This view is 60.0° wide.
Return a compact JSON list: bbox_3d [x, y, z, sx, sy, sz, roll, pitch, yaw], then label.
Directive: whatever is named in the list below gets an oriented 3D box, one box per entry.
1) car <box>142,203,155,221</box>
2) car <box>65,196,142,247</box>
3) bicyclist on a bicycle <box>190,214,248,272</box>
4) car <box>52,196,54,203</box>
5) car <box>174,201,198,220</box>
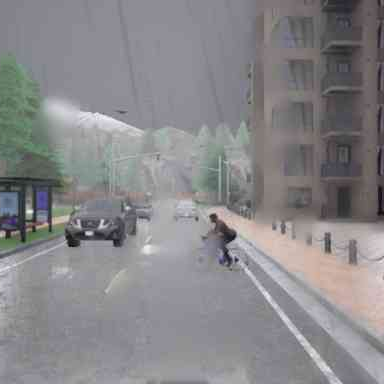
[{"bbox_3d":[-4.124,1.583,26.747,1.895,1.301,4.718,0,0,-1],"label":"car"},{"bbox_3d":[-3.901,1.213,15.270,2.150,2.045,5.566,0,0,-1],"label":"car"},{"bbox_3d":[0.754,1.428,9.274,1.656,1.620,0.582,0,0,-1],"label":"bicyclist on a bicycle"},{"bbox_3d":[-26.311,1.120,59.281,1.932,1.855,4.605,0,0,-3],"label":"car"},{"bbox_3d":[-0.478,1.507,27.464,1.812,1.442,4.674,0,0,-1],"label":"car"}]
